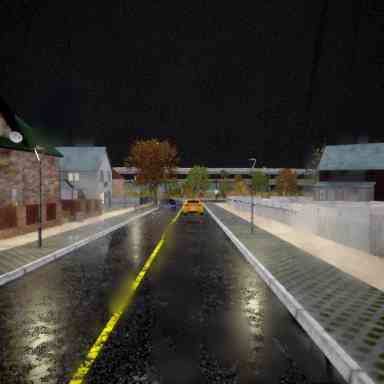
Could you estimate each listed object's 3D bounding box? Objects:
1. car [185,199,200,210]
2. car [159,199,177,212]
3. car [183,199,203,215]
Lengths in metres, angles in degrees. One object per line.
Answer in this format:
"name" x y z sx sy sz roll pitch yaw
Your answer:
"car" 0.127 1.602 44.424 1.895 1.301 4.718 0 0 0
"car" -2.728 1.525 39.427 1.812 1.442 4.674 0 0 0
"car" 0.121 1.471 33.882 1.882 1.535 5.008 0 0 0
